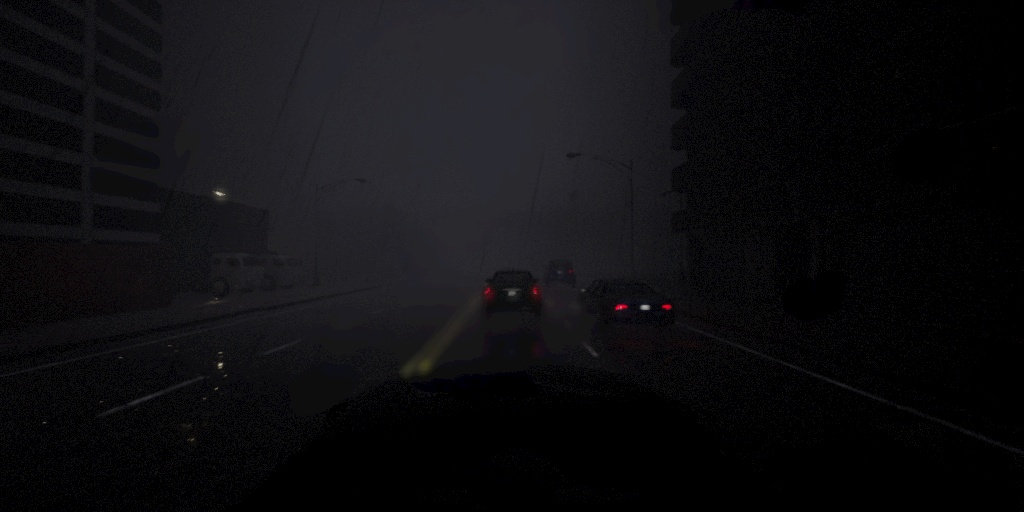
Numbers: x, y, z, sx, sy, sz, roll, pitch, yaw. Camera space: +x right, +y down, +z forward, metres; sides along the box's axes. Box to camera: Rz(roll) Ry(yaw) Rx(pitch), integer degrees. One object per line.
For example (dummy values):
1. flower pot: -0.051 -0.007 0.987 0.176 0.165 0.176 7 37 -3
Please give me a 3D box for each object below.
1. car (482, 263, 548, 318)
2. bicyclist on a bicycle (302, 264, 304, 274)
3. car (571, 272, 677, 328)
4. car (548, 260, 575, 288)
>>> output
1. car: 0.044 1.272 13.906 2.097 1.767 4.553 0 -1 0
2. bicyclist on a bicycle: -29.429 1.665 49.937 0.582 1.620 1.656 0 -1 0
3. car: 3.523 1.440 11.952 2.033 1.411 5.357 0 -1 1
4. car: 3.734 1.339 28.038 2.150 2.045 5.566 0 -1 5
